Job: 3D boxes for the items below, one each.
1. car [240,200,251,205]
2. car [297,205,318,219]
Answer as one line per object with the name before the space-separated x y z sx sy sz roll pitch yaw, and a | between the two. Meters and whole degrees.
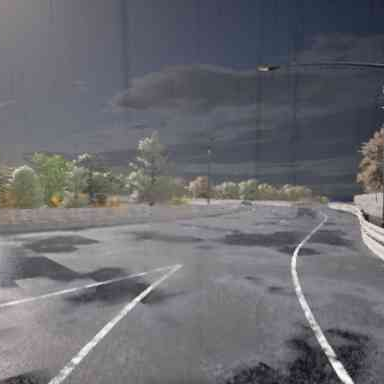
car | 14.728 2.910 91.007 2.033 1.411 5.357 1 -1 -6
car | 12.863 2.181 37.121 1.837 1.490 4.892 1 -1 24
